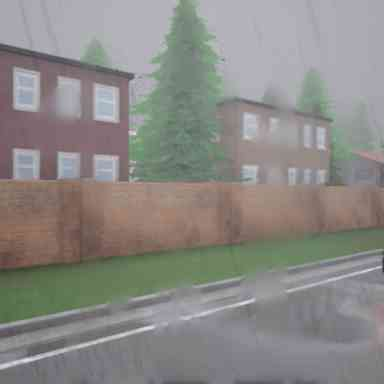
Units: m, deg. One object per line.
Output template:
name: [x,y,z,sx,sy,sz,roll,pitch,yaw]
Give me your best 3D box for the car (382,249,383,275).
car: [6.734,1.533,8.538,4.892,1.490,1.837,0,0,-35]
